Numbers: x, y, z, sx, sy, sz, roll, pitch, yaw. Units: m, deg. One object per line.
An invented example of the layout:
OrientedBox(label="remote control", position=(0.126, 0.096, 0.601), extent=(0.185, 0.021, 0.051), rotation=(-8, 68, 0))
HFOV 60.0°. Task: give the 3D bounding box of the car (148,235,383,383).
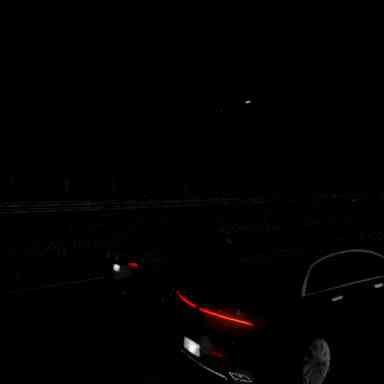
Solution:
OrientedBox(label="car", position=(1.966, 1.471, 5.153), extent=(4.892, 1.490, 1.837), rotation=(-1, 0, -36))

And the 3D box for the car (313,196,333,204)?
OrientedBox(label="car", position=(17.266, 1.206, 42.123), extent=(4.902, 1.511, 2.128), rotation=(0, 0, -35))

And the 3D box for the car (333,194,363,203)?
OrientedBox(label="car", position=(19.252, 1.065, 39.241), extent=(4.553, 1.767, 2.097), rotation=(-1, 0, -35))

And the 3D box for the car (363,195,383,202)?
OrientedBox(label="car", position=(21.100, 1.192, 36.263), extent=(5.008, 1.535, 1.882), rotation=(0, 0, -35))

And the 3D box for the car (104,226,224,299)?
OrientedBox(label="car", position=(0.054, 1.529, 8.088), extent=(4.181, 1.385, 1.994), rotation=(-1, 0, -36))
